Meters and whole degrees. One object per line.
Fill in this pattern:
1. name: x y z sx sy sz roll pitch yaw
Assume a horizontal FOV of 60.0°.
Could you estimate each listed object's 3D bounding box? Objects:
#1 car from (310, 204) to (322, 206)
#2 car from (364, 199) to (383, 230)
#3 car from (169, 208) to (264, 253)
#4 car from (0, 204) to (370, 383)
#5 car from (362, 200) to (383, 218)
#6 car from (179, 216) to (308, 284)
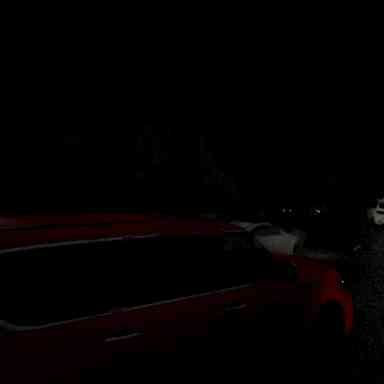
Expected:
1. car: 13.052 1.956 35.078 1.994 1.385 4.181 0 -1 12
2. car: 13.563 1.498 23.121 2.150 2.045 5.566 0 0 21
3. car: 1.354 1.636 15.519 1.882 1.535 5.008 0 0 39
4. car: -0.348 1.257 3.737 5.566 2.045 2.150 1 -1 -40
5. car: 20.560 1.786 36.606 2.097 1.767 4.553 0 -1 11
6. car: 1.882 1.639 10.766 1.812 1.442 4.674 0 -1 43
